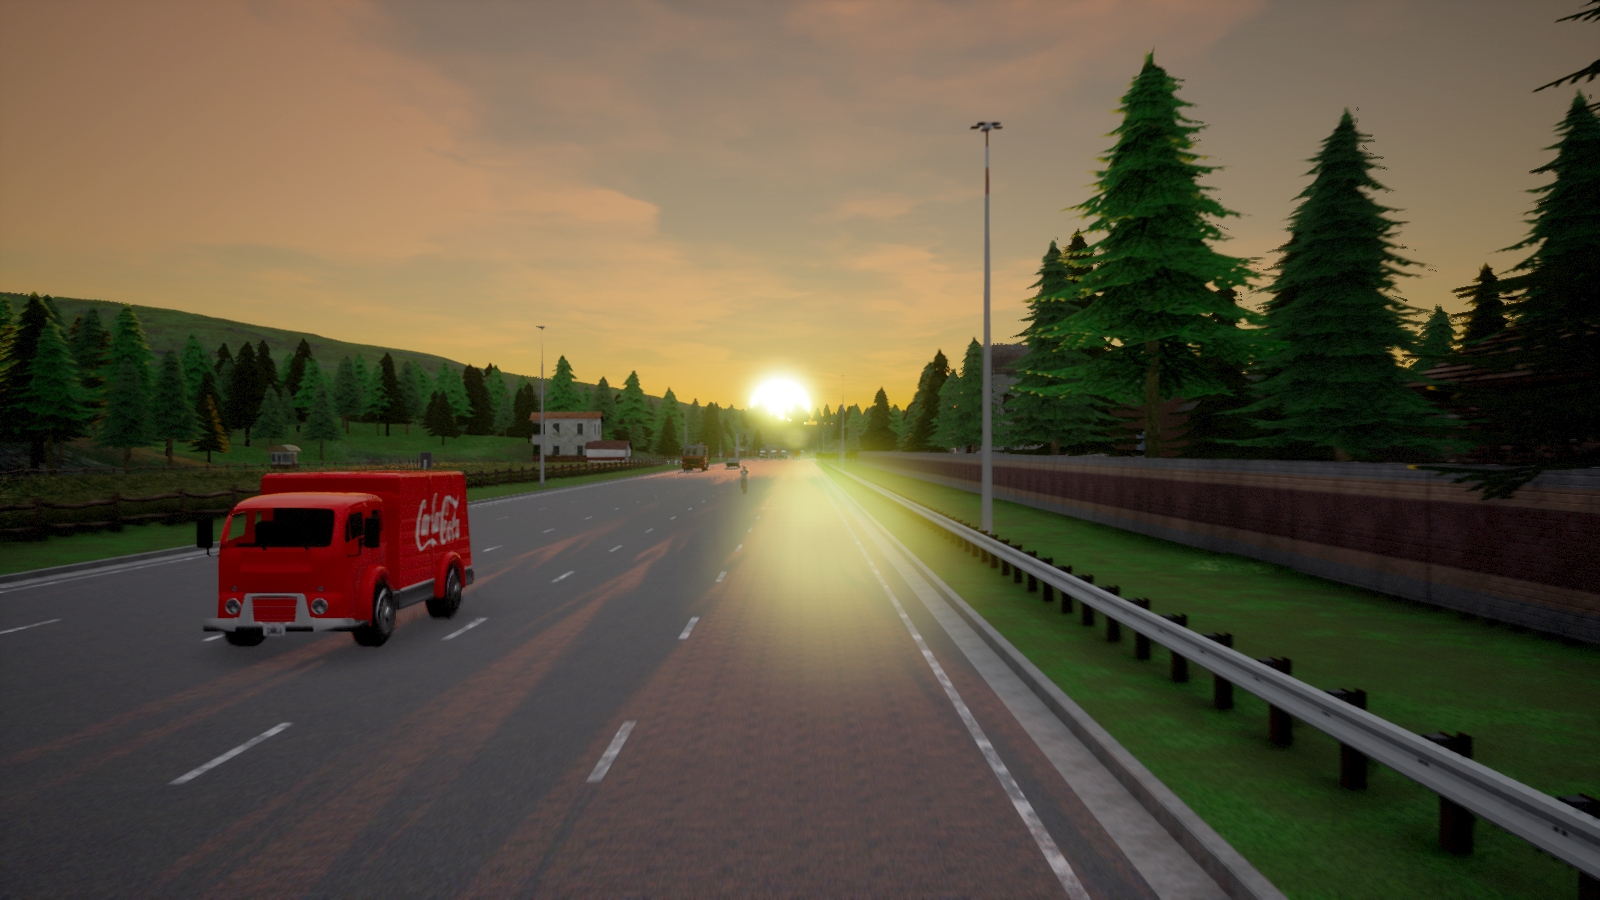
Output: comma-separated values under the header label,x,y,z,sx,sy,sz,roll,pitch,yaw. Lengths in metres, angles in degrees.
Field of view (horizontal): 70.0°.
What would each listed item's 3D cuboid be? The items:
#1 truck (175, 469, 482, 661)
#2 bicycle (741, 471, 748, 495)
label,x,y,z,sx,sy,sz,roll,pitch,yaw
truck,-6.999,1.568,17.802,2.627,2.467,5.204,0,0,0
bicycle,-3.485,2.055,71.504,0.373,1.496,1.643,0,0,0
